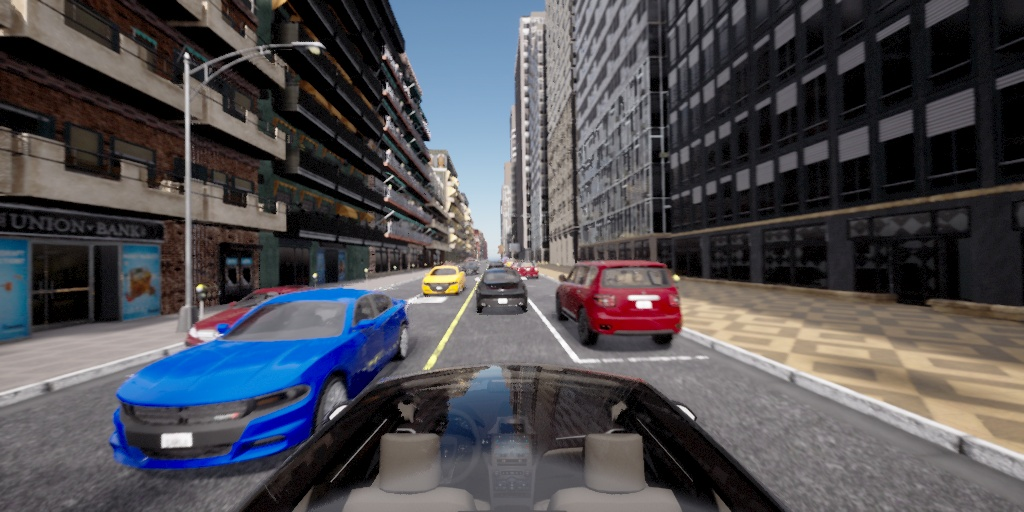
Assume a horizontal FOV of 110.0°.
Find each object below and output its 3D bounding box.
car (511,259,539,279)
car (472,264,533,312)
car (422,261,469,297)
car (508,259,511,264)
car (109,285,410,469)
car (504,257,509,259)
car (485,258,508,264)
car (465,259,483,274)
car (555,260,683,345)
[{"bbox_3d":[1.212,1.160,31.391,1.967,1.591,4.097,0,0,-3],"label":"car"},{"bbox_3d":[-0.435,1.254,14.378,1.837,1.490,4.892,-1,0,-3],"label":"car"},{"bbox_3d":[-3.654,1.280,19.871,1.882,1.535,5.008,-1,0,-3],"label":"car"},{"bbox_3d":[0.670,1.317,42.450,1.802,1.307,4.207,0,0,-3],"label":"car"},{"bbox_3d":[-2.952,1.275,5.509,1.882,1.535,5.008,-1,0,-3],"label":"car"},{"bbox_3d":[-0.057,1.219,60.754,1.801,1.575,5.366,-1,0,-3],"label":"car"},{"bbox_3d":[-1.669,1.279,38.876,1.837,1.490,4.892,-1,0,-3],"label":"car"},{"bbox_3d":[-4.541,1.356,39.950,1.837,1.490,4.892,-1,0,-3],"label":"car"},{"bbox_3d":[2.427,1.018,9.284,2.192,1.841,5.009,0,0,-3],"label":"car"}]
